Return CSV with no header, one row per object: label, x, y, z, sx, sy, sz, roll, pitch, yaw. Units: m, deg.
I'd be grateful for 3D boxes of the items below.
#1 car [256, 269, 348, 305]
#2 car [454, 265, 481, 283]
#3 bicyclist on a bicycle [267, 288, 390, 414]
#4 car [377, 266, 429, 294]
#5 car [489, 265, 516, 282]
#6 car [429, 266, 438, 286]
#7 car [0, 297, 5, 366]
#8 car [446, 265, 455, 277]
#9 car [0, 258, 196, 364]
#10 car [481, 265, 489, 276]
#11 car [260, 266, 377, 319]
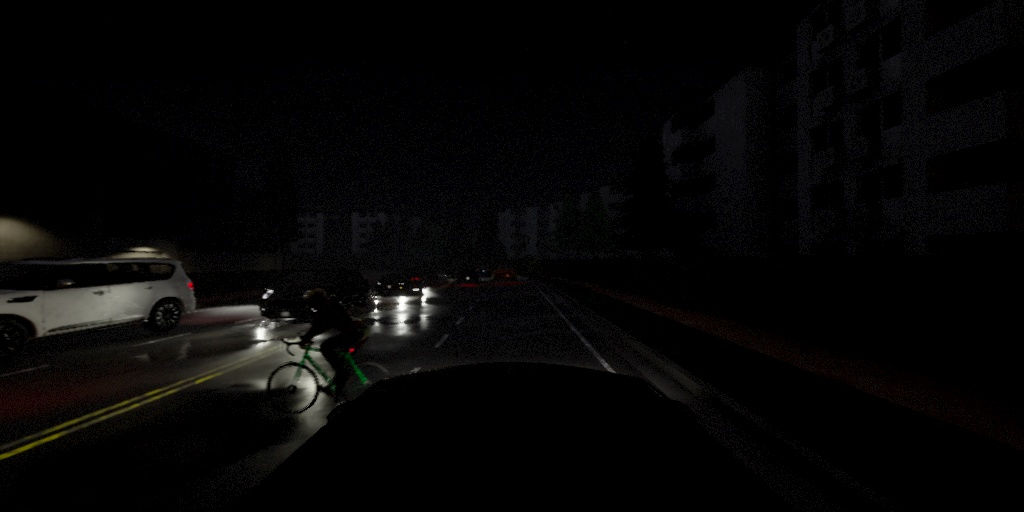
car,-10.551,1.466,18.549,1.837,1.490,4.892,0,-1,0
car,-3.995,1.647,32.651,1.837,1.490,4.892,0,-1,-6
bicyclist on a bicycle,-2.353,1.239,4.628,1.656,1.620,0.582,-1,-1,0
car,-6.903,1.518,22.599,1.837,1.490,4.892,0,-1,0
car,-0.808,1.653,35.224,1.882,1.535,5.008,0,-1,-9
car,-7.169,1.586,29.007,2.128,1.511,4.902,0,-1,-3
car,-7.107,1.241,1.786,2.128,1.511,4.902,0,-1,0
car,-6.727,1.828,43.667,2.033,1.411,5.357,0,-1,-22
car,-10.574,1.054,8.406,2.150,2.045,5.566,0,-1,0
car,-4.348,1.884,46.714,1.994,1.385,4.181,0,-1,-23
car,-7.063,1.248,13.428,2.097,1.767,4.553,0,-1,0
